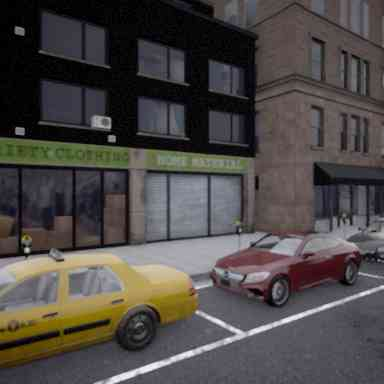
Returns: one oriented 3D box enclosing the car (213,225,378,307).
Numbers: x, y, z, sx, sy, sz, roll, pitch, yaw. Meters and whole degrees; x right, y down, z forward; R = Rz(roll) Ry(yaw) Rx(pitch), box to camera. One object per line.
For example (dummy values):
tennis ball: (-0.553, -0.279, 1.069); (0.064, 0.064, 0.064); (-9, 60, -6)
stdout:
car: (2.376, 1.579, 7.878); (4.206, 1.307, 1.802); (0, 0, -35)

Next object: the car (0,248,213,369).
car: (-2.172, 1.525, 4.639); (4.829, 1.417, 1.752); (0, 0, -35)

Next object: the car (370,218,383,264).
car: (6.786, 1.544, 11.017); (4.403, 1.369, 2.008); (0, 0, -35)
